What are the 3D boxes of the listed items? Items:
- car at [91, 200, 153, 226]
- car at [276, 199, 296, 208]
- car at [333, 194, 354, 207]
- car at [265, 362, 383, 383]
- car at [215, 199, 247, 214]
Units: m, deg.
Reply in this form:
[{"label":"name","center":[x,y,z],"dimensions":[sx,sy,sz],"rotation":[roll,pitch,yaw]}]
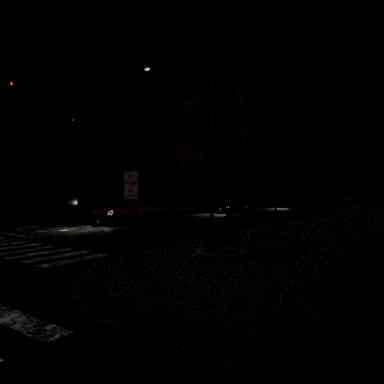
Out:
[{"label":"car","center":[-4.855,1.373,23.617],"dimensions":[2.097,1.767,4.553],"rotation":[0,0,35]},{"label":"car","center":[14.112,1.694,50.204],"dimensions":[1.994,1.385,4.181],"rotation":[0,0,35]},{"label":"car","center":[24.099,1.346,52.878],"dimensions":[2.150,2.045,5.566],"rotation":[0,0,35]},{"label":"car","center":[2.194,1.551,1.277],"dimensions":[4.403,1.369,2.008],"rotation":[0,0,36]},{"label":"car","center":[4.330,1.556,36.567],"dimensions":[1.837,1.490,4.892],"rotation":[0,0,35]}]
